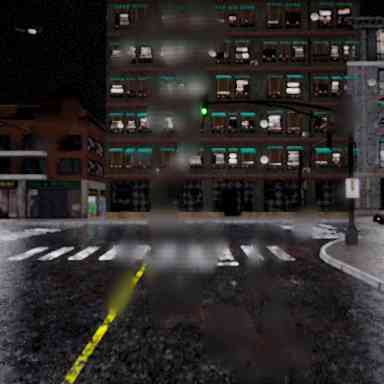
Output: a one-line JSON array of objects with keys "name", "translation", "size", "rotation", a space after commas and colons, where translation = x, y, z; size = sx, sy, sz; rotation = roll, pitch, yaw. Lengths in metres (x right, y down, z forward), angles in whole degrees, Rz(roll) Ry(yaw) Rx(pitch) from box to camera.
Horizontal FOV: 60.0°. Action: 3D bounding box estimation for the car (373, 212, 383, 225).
[{"name": "car", "translation": [14.794, 1.641, 22.832], "size": [4.181, 1.385, 1.994], "rotation": [-1, -2, 1]}]
